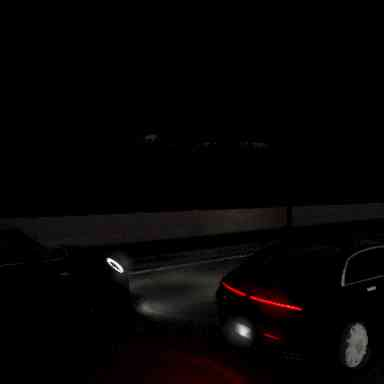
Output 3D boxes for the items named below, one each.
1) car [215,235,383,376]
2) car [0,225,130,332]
[{"bbox_3d":[2.613,1.492,5.604,4.892,1.490,1.837,0,0,-35],"label":"car"},{"bbox_3d":[-3.388,1.351,5.638,4.553,1.767,2.097,0,0,-35],"label":"car"}]
